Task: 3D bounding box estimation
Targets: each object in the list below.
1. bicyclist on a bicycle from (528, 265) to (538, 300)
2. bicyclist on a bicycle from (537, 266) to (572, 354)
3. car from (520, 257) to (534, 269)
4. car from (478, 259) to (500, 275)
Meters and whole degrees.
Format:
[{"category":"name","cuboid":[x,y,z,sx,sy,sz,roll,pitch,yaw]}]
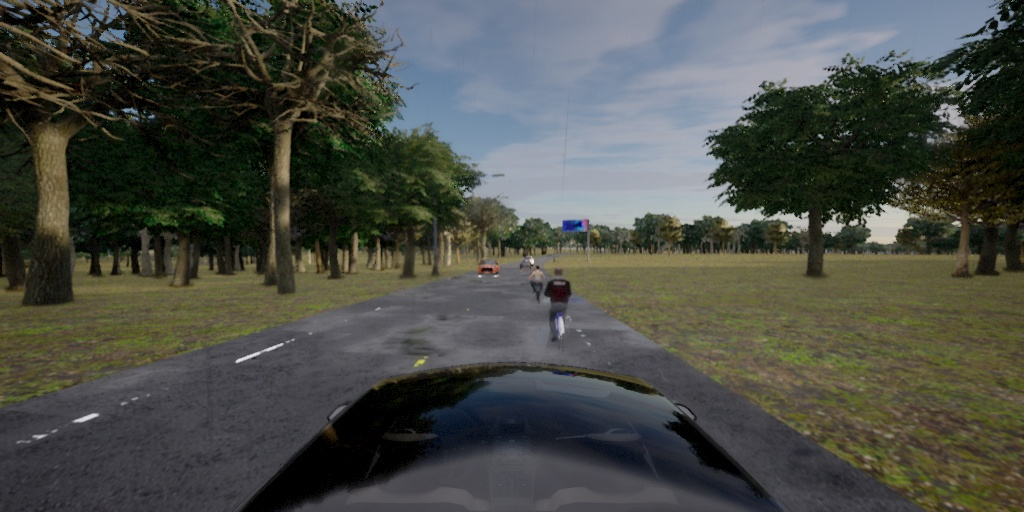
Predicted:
[{"category":"bicyclist on a bicycle","cuboid":[1.119,1.214,15.764,0.866,1.612,1.509,0,0,1]},{"category":"bicyclist on a bicycle","cuboid":[1.011,1.130,7.963,0.659,1.776,1.843,0,0,1]},{"category":"car","cuboid":[2.336,1.343,60.448,2.128,1.511,4.902,0,0,4]},{"category":"car","cuboid":[-2.576,1.189,40.666,2.097,1.767,4.553,0,0,3]}]
